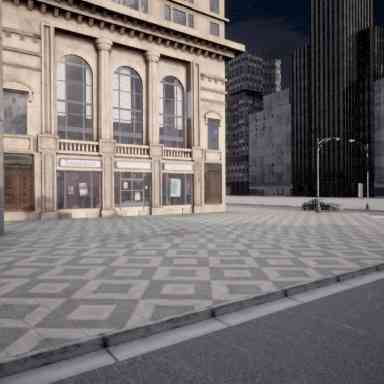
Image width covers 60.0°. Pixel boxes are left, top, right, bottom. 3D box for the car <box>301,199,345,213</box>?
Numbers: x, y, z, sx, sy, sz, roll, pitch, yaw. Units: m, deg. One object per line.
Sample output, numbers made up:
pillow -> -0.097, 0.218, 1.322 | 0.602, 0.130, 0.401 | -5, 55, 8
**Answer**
car -> 14.124, 1.457, 36.136 | 1.812, 1.442, 4.674 | -1, 1, -34
